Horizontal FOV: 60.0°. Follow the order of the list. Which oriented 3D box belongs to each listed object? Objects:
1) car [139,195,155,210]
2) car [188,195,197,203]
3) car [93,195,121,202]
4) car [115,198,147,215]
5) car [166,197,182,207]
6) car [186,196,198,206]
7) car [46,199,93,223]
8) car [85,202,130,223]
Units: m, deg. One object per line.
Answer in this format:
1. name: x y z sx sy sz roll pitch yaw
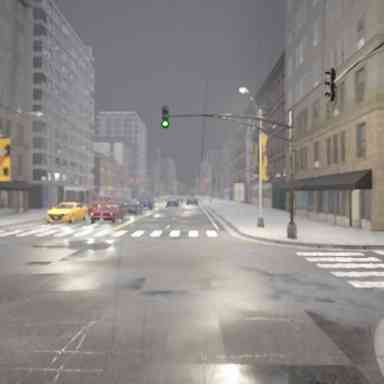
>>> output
1. car: -6.487 1.398 46.587 2.150 2.045 5.566 0 0 0
2. car: 0.022 1.645 80.131 2.097 1.767 4.553 0 0 0
3. car: -9.799 1.363 36.511 2.150 2.045 5.566 0 0 0
4. car: -6.548 1.687 36.110 2.033 1.411 5.357 0 0 0
5. car: -3.135 1.730 54.882 1.812 1.442 4.674 0 0 0
6. car: 0.057 1.574 60.507 2.097 1.767 4.553 0 0 1
7. car: -9.836 1.583 26.574 1.882 1.535 5.008 0 0 0
8. car: -6.584 1.705 26.466 1.895 1.301 4.718 0 0 0
